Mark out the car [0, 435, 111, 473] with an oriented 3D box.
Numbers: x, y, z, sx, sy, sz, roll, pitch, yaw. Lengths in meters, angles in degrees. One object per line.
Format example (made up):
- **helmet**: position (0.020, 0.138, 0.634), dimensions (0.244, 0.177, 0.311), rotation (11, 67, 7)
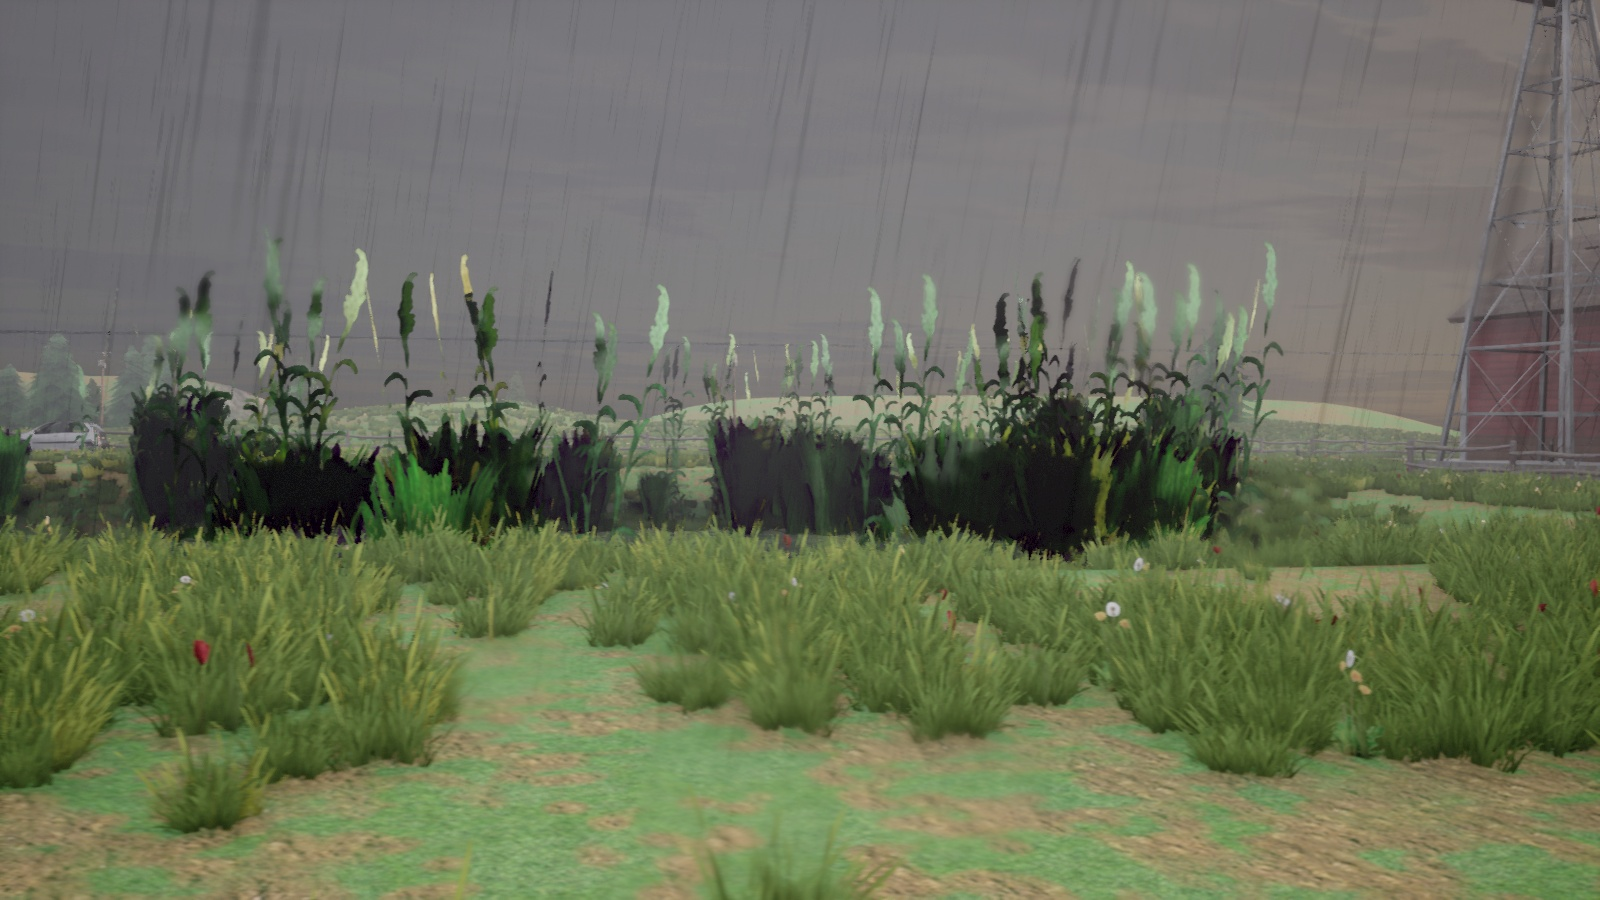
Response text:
- **car**: position (-33.811, 0.153, 57.114), dimensions (3.988, 1.617, 1.851), rotation (-1, 1, -15)
